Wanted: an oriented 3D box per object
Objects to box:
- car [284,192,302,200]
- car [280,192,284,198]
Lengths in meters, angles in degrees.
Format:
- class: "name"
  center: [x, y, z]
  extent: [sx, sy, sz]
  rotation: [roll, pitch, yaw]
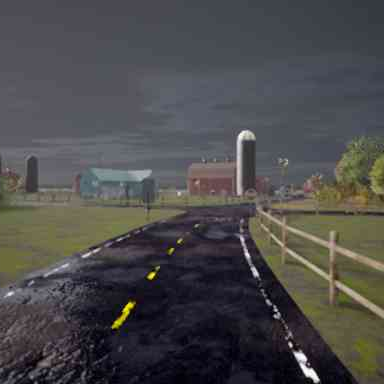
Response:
- class: "car"
  center: [24.988, 1.186, 82.372]
  extent: [2.128, 1.511, 4.902]
  rotation: [1, 0, 27]
- class: "car"
  center: [24.477, 0.777, 87.338]
  extent: [2.128, 1.511, 4.902]
  rotation: [1, 0, 27]
